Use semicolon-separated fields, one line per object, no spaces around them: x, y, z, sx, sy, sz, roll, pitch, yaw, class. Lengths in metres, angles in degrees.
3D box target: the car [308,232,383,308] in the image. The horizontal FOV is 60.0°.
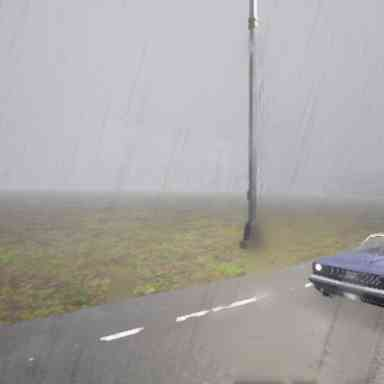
4.703;1.600;7.362;4.718;1.301;1.895;0;0;-36;car
